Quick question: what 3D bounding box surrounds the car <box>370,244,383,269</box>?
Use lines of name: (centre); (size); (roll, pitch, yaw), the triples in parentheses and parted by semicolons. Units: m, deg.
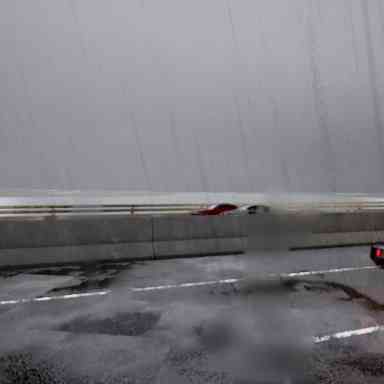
car: (7.172, 1.623, 8.694); (4.718, 1.301, 1.895); (0, 0, -19)

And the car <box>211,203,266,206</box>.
car: (3.972, 1.566, 22.622); (4.674, 1.442, 1.812); (0, 0, -19)

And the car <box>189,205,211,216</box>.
car: (2.093, 1.569, 25.671); (4.674, 1.442, 1.812); (0, 0, -19)

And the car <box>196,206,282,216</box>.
car: (2.889, 1.633, 18.531); (4.718, 1.301, 1.895); (0, 0, -19)
